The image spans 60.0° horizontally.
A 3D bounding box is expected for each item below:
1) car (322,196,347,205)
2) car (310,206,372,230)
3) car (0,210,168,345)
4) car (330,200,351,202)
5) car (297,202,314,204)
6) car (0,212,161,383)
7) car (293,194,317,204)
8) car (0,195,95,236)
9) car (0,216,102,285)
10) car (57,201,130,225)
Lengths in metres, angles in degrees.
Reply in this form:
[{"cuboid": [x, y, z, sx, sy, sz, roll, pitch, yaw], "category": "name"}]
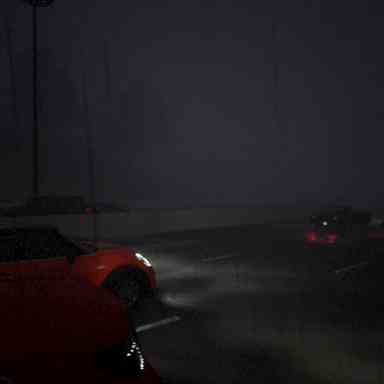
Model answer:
[{"cuboid": [22.104, 1.274, 51.441, 4.181, 1.385, 1.994, -1, 0, -42], "category": "car"}, {"cuboid": [9.232, 1.484, 20.396, 4.718, 1.301, 1.895, -1, 0, -42], "category": "car"}, {"cuboid": [-2.946, 1.353, 6.081, 4.553, 1.767, 2.097, 0, 0, -36], "category": "car"}, {"cuboid": [21.080, 1.335, 45.755, 4.718, 1.301, 1.895, 0, 0, -43], "category": "car"}, {"cuboid": [18.862, 0.947, 53.214, 5.566, 2.045, 2.150, -1, 0, -42], "category": "car"}, {"cuboid": [-2.904, 1.236, 1.756, 5.566, 2.045, 2.150, -1, 0, -35], "category": "car"}, {"cuboid": [20.059, 1.205, 59.045, 4.892, 1.490, 1.837, -1, 0, -42], "category": "car"}, {"cuboid": [-8.781, 1.219, 19.389, 5.566, 2.045, 2.150, -1, 0, -37], "category": "car"}, {"cuboid": [-5.008, 1.531, 8.889, 4.674, 1.442, 1.812, 0, 0, -36], "category": "car"}, {"cuboid": [-7.321, 1.477, 24.981, 4.892, 1.490, 1.837, -1, 0, -39], "category": "car"}]
